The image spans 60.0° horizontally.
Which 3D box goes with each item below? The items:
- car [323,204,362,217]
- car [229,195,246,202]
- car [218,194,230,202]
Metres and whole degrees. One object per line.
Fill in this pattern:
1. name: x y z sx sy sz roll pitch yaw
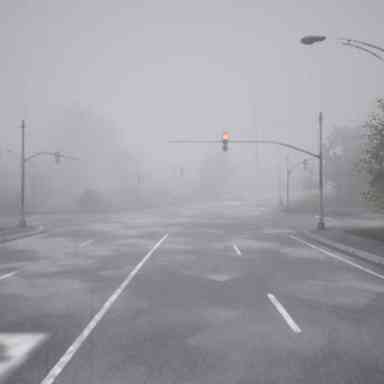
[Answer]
1. car: 16.062 1.998 36.127 4.181 1.385 1.994 -1 -1 3
2. car: 10.538 1.503 74.201 1.895 1.301 4.718 0 2 25
3. car: 7.592 1.267 76.147 2.097 1.767 4.553 0 2 25
